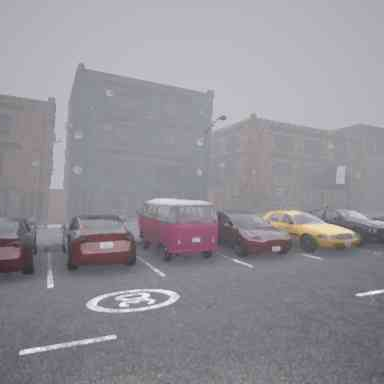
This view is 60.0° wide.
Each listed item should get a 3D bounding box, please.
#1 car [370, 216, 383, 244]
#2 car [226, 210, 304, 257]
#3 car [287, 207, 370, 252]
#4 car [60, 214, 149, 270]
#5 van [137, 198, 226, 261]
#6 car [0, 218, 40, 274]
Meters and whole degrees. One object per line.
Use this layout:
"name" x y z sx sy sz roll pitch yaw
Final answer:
"car" 7.015 1.508 15.707 2.097 1.535 5.008 0 0 -24
"car" 1.896 1.520 13.428 2.163 1.488 4.792 0 0 -24
"car" 4.527 1.496 14.409 1.946 1.575 5.366 0 0 -24
"car" -3.263 1.502 11.232 2.163 1.488 4.792 0 0 -24
"van" -0.729 1.255 12.437 1.878 1.987 4.442 0 0 -24
"car" -5.830 1.493 10.107 2.163 1.488 4.792 0 0 -24
